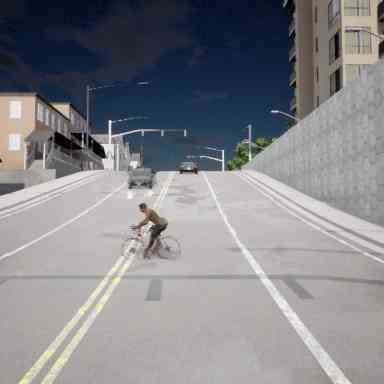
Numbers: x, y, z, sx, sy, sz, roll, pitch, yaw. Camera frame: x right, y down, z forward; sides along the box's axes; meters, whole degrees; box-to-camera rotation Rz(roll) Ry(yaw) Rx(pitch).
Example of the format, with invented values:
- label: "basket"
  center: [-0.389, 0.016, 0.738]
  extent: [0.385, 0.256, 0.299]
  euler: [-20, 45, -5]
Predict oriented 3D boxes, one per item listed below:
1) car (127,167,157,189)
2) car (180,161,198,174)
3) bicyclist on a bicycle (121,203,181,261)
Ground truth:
- label: "car"
  center: [-3.895, -1.193, 26.477]
  extent: [1.837, 1.490, 4.892]
  euler: [0, 9, -1]
- label: "car"
  center: [-0.356, -2.808, 37.305]
  extent: [1.994, 1.385, 4.181]
  euler: [0, 7, 0]
- label: "bicyclist on a bicycle"
  center: [-1.150, 1.111, 9.109]
  extent: [1.656, 1.620, 0.582]
  euler: [-2, 4, -1]
